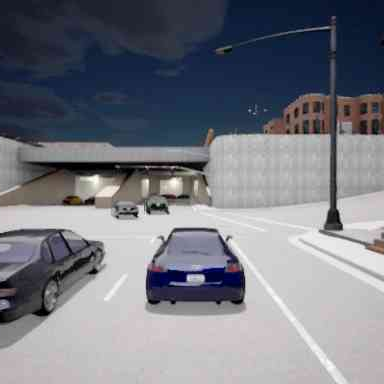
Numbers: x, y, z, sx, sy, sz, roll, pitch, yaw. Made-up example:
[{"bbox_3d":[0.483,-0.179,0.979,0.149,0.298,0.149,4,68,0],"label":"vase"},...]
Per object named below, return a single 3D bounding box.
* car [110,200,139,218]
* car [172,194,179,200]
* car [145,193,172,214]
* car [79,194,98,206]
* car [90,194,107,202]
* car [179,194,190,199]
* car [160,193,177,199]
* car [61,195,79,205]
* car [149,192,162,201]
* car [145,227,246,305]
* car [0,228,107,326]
[{"bbox_3d":[-5.856,1.408,28.584,2.033,1.411,5.357,0,0,-20],"label":"car"},{"bbox_3d":[-4.743,1.156,75.743,1.812,1.442,4.674,0,0,6],"label":"car"},{"bbox_3d":[-3.513,1.192,33.002,2.097,1.767,4.553,0,0,-10],"label":"car"},{"bbox_3d":[-14.938,1.302,50.690,2.033,1.411,5.357,0,0,-1],"label":"car"},{"bbox_3d":[-18.773,1.202,66.922,2.128,1.511,4.902,0,0,-1],"label":"car"},{"bbox_3d":[-2.085,1.135,85.426,1.994,1.385,4.181,0,0,28],"label":"car"},{"bbox_3d":[-5.946,1.103,85.312,2.033,1.411,5.357,0,0,24],"label":"car"},{"bbox_3d":[-18.448,1.230,51.189,1.882,1.535,5.008,0,0,-1],"label":"car"},{"bbox_3d":[-8.268,0.986,75.626,2.097,1.767,4.553,0,0,6],"label":"car"},{"bbox_3d":[0.076,1.524,8.047,1.994,1.385,4.181,0,0,0],"label":"car"},{"bbox_3d":[-3.426,1.511,7.349,2.033,1.411,5.357,0,0,0],"label":"car"}]
